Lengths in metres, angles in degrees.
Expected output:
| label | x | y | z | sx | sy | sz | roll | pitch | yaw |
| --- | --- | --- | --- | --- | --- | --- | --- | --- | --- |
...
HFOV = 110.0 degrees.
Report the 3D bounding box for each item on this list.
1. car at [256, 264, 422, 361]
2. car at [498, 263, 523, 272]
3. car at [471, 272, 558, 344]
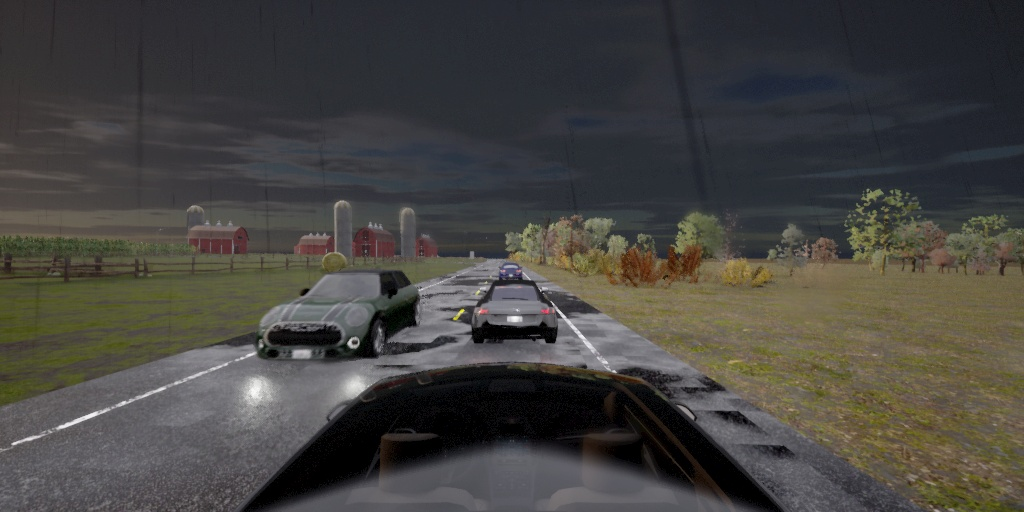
| label | x | y | z | sx | sy | sz | roll | pitch | yaw |
| --- | --- | --- | --- | --- | --- | --- | --- | --- | --- |
| car | -3.634 | 1.101 | 8.422 | 2.097 | 1.767 | 4.553 | 0 | 0 | 0 |
| car | -0.117 | 1.274 | 29.033 | 1.812 | 1.442 | 4.674 | 0 | 0 | -1 |
| car | 0.058 | 1.313 | 9.640 | 1.994 | 1.385 | 4.181 | 0 | 0 | 0 |
